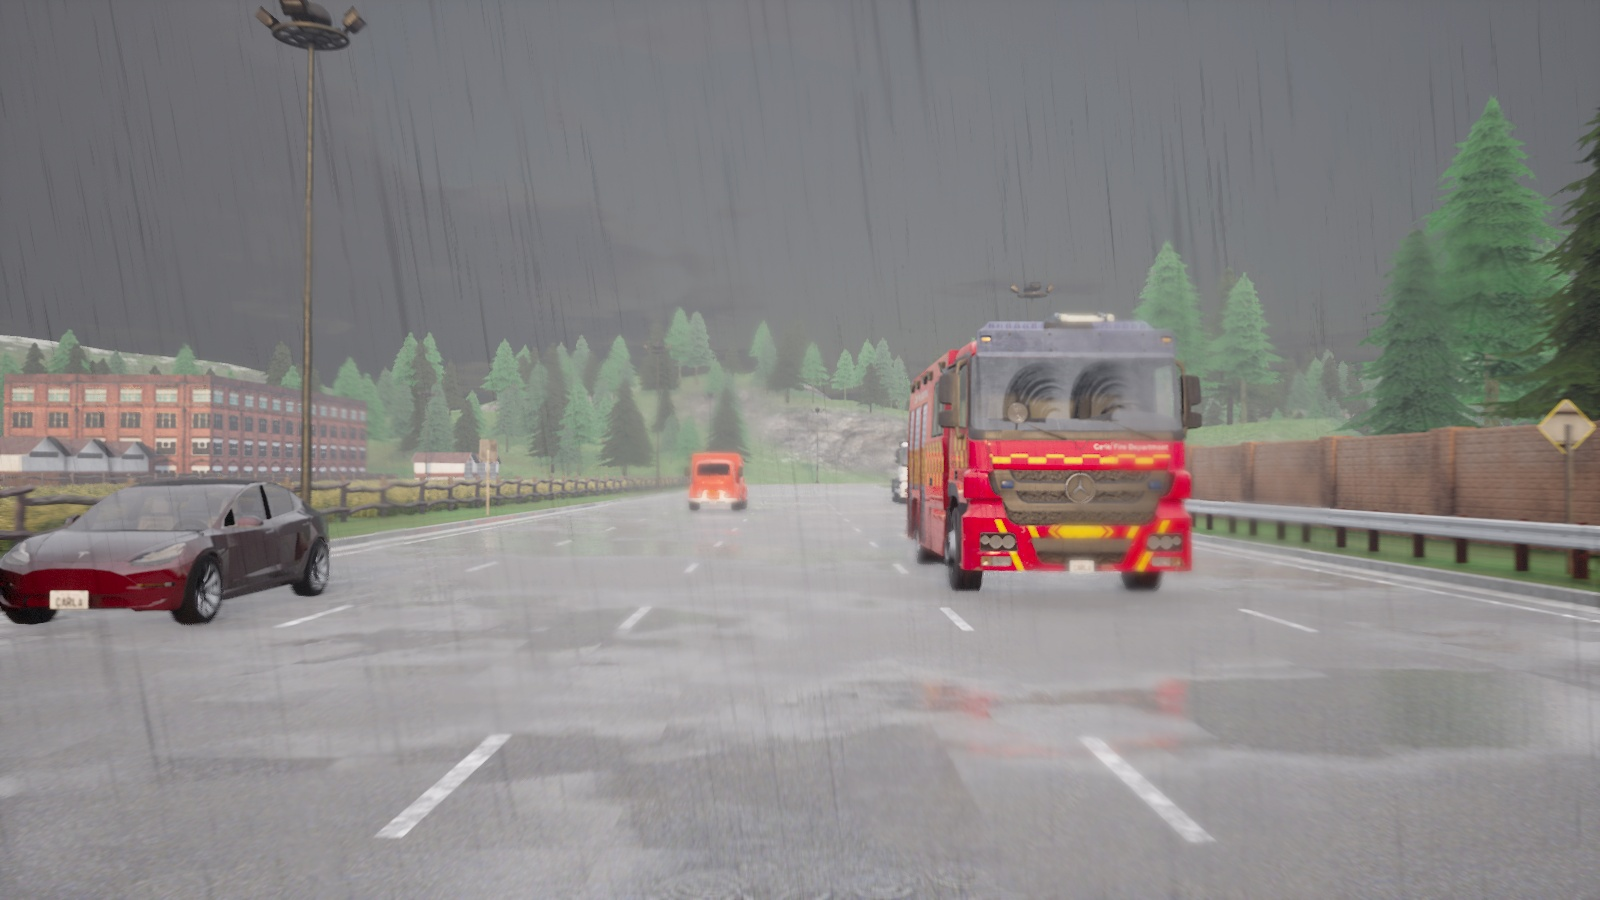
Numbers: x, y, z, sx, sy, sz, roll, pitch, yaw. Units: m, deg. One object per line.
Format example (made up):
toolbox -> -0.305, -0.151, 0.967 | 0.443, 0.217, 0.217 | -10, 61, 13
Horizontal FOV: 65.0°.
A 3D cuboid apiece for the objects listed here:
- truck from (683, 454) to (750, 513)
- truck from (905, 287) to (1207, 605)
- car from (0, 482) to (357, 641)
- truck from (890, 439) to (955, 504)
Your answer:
truck -> -3.638, 1.455, 55.540 | 2.627, 2.467, 5.204 | 0, -1, 0
truck -> 3.449, 0.028, 19.402 | 2.891, 3.827, 8.468 | 0, -1, 0
car -> -7.036, 1.137, 14.502 | 2.163, 1.488, 4.792 | 0, -1, 0
truck -> 6.821, 1.229, 71.178 | 2.891, 3.462, 7.936 | 0, -1, 0
